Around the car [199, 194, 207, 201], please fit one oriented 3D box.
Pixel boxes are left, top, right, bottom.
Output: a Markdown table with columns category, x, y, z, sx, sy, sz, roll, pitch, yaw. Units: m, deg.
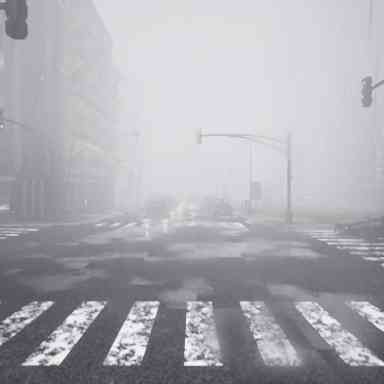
| category | x | y | z | sx | sy | sz | roll | pitch | yaw |
| --- | --- | --- | --- | --- | --- | --- | --- | --- | --- |
| car | 2.731 | 1.399 | 86.447 | 1.967 | 1.590 | 4.097 | -1 | 0 | 0 |

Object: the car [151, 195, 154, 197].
| category | x | y | z | sx | sy | sz | roll | pitch | yaw |
| --- | --- | --- | --- | --- | --- | --- | --- | --- | --- |
| car | -5.674 | 1.567 | 46.898 | 1.947 | 1.339 | 4.313 | -1 | 0 | 0 |

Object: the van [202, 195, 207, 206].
| category | x | y | z | sx | sy | sz | roll | pitch | yaw |
| --- | --- | --- | --- | --- | --- | --- | --- | --- | --- |
| van | 2.670 | 1.342 | 46.926 | 1.690 | 1.788 | 3.998 | -1 | 0 | 0 |

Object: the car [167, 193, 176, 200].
| category | x | y | z | sx | sy | sz | roll | pitch | yaw |
| --- | --- | --- | --- | --- | --- | --- | --- | --- | --- |
| car | -5.652 | 1.264 | 92.067 | 2.192 | 1.841 | 5.009 | -1 | 0 | 0 |

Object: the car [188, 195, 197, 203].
| category | x | y | z | sx | sy | sz | roll | pitch | yaw |
| --- | --- | --- | --- | --- | --- | --- | --- | --- | --- |
| car | 0.059 | 1.482 | 71.094 | 1.837 | 1.490 | 4.892 | 0 | 0 | 0 |

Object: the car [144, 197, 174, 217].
| category | x | y | z | sx | sy | sz | roll | pitch | yaw |
| --- | --- | --- | --- | --- | --- | --- | --- | --- | --- |
| car | -3.077 | 1.484 | 31.219 | 1.882 | 1.535 | 5.008 | 0 | 0 | 0 |

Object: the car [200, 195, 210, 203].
| category | x | y | z | sx | sy | sz | roll | pitch | yaw |
| --- | --- | --- | --- | --- | --- | --- | --- | --- | --- |
| car | 2.691 | 1.422 | 69.509 | 1.967 | 1.590 | 4.097 | -1 | 0 | 0 |

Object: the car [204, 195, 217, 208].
| category | x | y | z | sx | sy | sz | roll | pitch | yaw |
| --- | --- | --- | --- | --- | --- | --- | --- | --- | --- |
| car | 2.665 | 1.445 | 35.634 | 1.967 | 1.590 | 4.097 | -1 | 0 | 0 |

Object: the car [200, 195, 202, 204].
| category | x | y | z | sx | sy | sz | roll | pitch | yaw |
| --- | --- | --- | --- | --- | --- | --- | --- | --- | --- |
| car | 2.676 | 1.542 | 52.572 | 1.887 | 1.381 | 4.507 | -1 | 0 | 0 |

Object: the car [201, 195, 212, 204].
| category | x | y | z | sx | sy | sz | roll | pitch | yaw |
| --- | --- | --- | --- | --- | --- | --- | --- | --- | --- |
| car | 2.681 | 1.428 | 63.863 | 1.967 | 1.590 | 4.097 | -1 | 0 | 0 |

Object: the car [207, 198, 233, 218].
| category | x | y | z | sx | sy | sz | roll | pitch | yaw |
| --- | --- | --- | --- | --- | --- | --- | --- | --- | --- |
| car | 2.664 | 1.551 | 29.988 | 1.887 | 1.381 | 4.507 | -1 | 0 | 0 |

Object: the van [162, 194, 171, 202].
| category | x | y | z | sx | sy | sz | roll | pitch | yaw |
| --- | --- | --- | --- | --- | --- | --- | --- | --- | --- |
| van | -5.661 | 1.316 | 75.129 | 1.690 | 1.788 | 3.998 | -1 | 0 | 0 |

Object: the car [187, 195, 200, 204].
| category | x | y | z | sx | sy | sz | roll | pitch | yaw |
| --- | --- | --- | --- | --- | --- | --- | --- | --- | --- |
| car | 0.139 | 1.343 | 61.398 | 2.097 | 1.767 | 4.553 | 0 | 0 | 0 |

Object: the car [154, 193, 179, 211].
| category | x | y | z | sx | sy | sz | roll | pitch | yaw |
| --- | --- | --- | --- | --- | --- | --- | --- | --- | --- |
| car | -3.067 | 1.355 | 40.534 | 2.097 | 1.767 | 4.553 | 0 | 0 | 0 |

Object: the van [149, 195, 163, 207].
| category | x | y | z | sx | sy | sz | roll | pitch | yaw |
| --- | --- | --- | --- | --- | --- | --- | --- | --- | --- |
| van | -5.674 | 1.339 | 52.543 | 1.690 | 1.788 | 3.998 | -1 | 0 | 0 |

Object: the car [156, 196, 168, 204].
| category | x | y | z | sx | sy | sz | roll | pitch | yaw |
| --- | --- | --- | --- | --- | --- | --- | --- | --- | --- |
| car | -5.665 | 1.533 | 63.835 | 1.887 | 1.381 | 4.507 | -1 | 0 | 0 |

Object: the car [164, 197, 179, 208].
| category | x | y | z | sx | sy | sz | roll | pitch | yaw |
| --- | --- | --- | --- | --- | --- | --- | --- | --- | --- |
| car | -3.050 | 1.563 | 50.499 | 1.994 | 1.385 | 4.181 | 0 | 0 | 0 |

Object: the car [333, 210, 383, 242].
| category | x | y | z | sx | sy | sz | roll | pitch | yaw |
| --- | --- | --- | --- | --- | --- | --- | --- | --- | --- |
| car | 9.759 | 1.578 | 15.941 | 5.357 | 1.411 | 2.033 | 0 | 1 | 5 |
